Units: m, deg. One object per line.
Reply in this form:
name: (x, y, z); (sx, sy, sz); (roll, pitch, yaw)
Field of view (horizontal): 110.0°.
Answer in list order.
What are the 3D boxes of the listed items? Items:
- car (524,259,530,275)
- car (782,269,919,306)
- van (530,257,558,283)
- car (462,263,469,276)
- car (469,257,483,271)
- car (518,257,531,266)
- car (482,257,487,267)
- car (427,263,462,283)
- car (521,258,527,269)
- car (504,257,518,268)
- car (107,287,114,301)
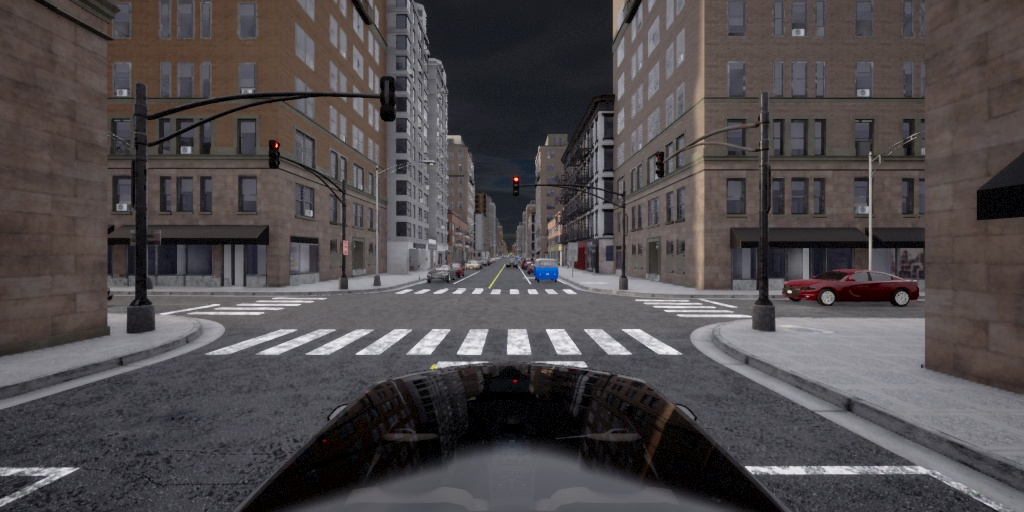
car: (2.564, 1.330, 39.345); (1.802, 1.307, 4.207); (0, 0, 0)
car: (14.788, 1.326, 15.848); (5.008, 1.535, 1.882); (0, 0, 1)
van: (2.586, 1.089, 27.982); (1.690, 1.789, 3.998); (0, 0, 0)
car: (-5.450, 1.293, 33.640); (1.888, 1.381, 4.507); (0, 0, 0)
car: (-5.483, 1.269, 50.516); (1.751, 1.417, 4.829); (0, 0, 0)
car: (2.531, 1.054, 56.390); (2.192, 1.841, 5.009); (0, 0, 0)
car: (-5.494, 1.305, 56.368); (1.948, 1.339, 4.313); (0, 0, 0)
car: (-5.439, 1.299, 27.958); (2.007, 1.370, 4.403); (0, 0, 0)
car: (2.542, 1.326, 50.708); (1.802, 1.307, 4.207); (0, 0, 0)
car: (-0.015, 1.339, 59.291); (1.895, 1.301, 4.718); (0, 0, 0)
car: (-17.752, 1.198, 12.787); (5.357, 1.411, 2.033); (0, 0, 0)
